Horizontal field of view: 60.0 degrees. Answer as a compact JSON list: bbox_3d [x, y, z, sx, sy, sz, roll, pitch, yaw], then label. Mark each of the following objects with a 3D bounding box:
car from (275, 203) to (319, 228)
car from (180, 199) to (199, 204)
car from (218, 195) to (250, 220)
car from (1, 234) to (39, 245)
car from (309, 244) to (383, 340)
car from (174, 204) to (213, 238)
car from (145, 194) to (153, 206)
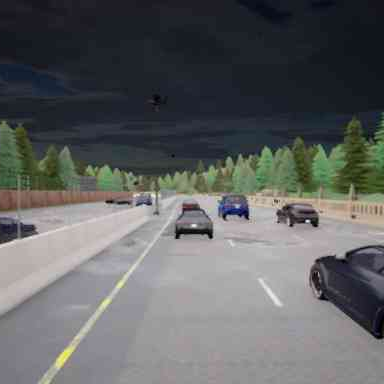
[{"bbox_3d":[7.073,1.541,22.772,1.837,1.490,4.892,0,0,0],"label":"car"},{"bbox_3d":[-0.205,1.532,35.596,1.882,1.535,5.008,0,0,-2],"label":"car"},{"bbox_3d":[3.490,1.266,28.614,2.150,2.045,5.566,0,0,-1],"label":"car"},{"bbox_3d":[-7.100,1.563,11.111,2.033,1.411,5.357,0,0,0],"label":"car"},{"bbox_3d":[3.599,1.574,5.737,1.994,1.385,4.181,0,0,0],"label":"car"},{"bbox_3d":[0.095,1.591,18.039,1.994,1.385,4.181,0,0,0],"label":"car"},{"bbox_3d":[-7.859,1.302,55.853,2.150,2.045,5.566,0,0,-1],"label":"car"}]
